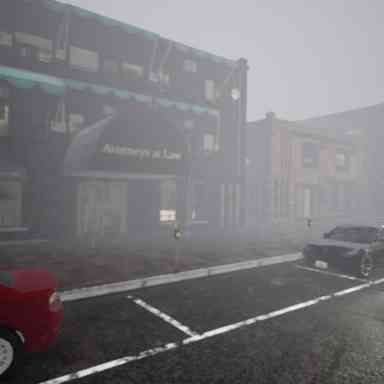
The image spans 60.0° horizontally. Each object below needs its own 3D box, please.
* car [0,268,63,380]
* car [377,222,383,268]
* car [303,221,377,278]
[{"bbox_3d":[-3.878,1.540,3.780,4.507,1.381,1.887,0,1,-35],"label":"car"},{"bbox_3d":[6.850,1.398,8.233,4.553,1.767,2.097,0,0,-35],"label":"car"},{"bbox_3d":[5.313,1.612,10.333,4.313,1.339,1.947,0,1,-35],"label":"car"}]
